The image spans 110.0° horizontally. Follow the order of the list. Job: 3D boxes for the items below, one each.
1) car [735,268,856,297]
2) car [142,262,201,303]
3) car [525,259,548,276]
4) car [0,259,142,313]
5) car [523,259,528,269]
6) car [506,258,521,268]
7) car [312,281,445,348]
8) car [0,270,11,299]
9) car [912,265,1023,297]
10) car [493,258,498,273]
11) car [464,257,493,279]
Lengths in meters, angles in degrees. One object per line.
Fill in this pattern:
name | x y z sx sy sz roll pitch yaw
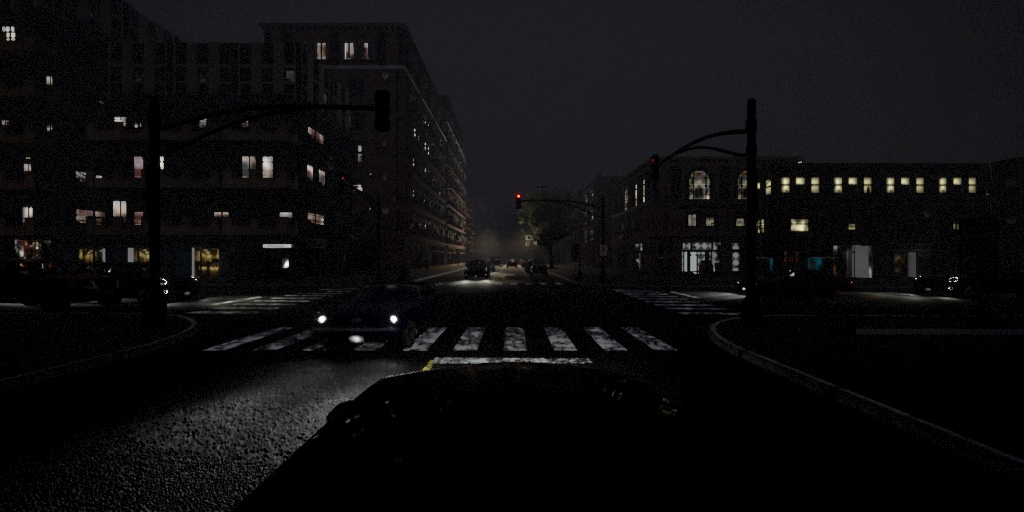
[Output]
car | 15.025 1.372 19.140 5.357 1.411 2.033 0 0 0
car | -16.526 1.053 15.739 4.553 1.767 2.097 0 0 -1
car | 2.692 1.330 36.841 2.007 1.370 4.403 0 0 0
car | -17.276 1.013 13.123 5.009 1.841 2.192 0 0 0
car | 2.693 1.228 42.538 1.967 1.591 4.097 0 0 0
car | 0.003 1.319 63.198 2.128 1.511 4.902 0 0 0
car | -3.099 1.351 9.353 1.895 1.301 4.718 0 0 0
car | -25.582 1.274 15.653 4.718 1.301 1.895 0 0 0
car | 24.524 1.219 19.206 4.553 1.767 2.097 0 0 0
car | -3.093 1.320 45.706 1.812 1.442 4.674 0 0 0
car | -3.070 1.124 32.301 2.097 1.767 4.553 0 0 -1
